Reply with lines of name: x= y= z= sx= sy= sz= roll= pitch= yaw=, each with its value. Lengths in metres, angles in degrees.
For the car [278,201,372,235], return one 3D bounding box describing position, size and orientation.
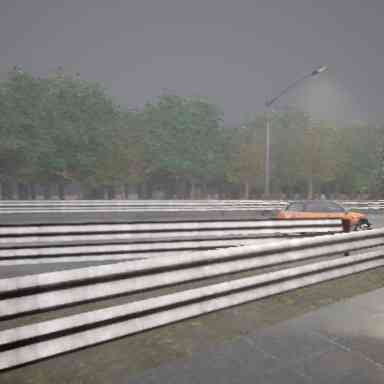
car: x=6.554 y=1.240 z=16.479 sx=4.553 sy=1.767 sz=2.097 roll=0 pitch=0 yaw=-18
